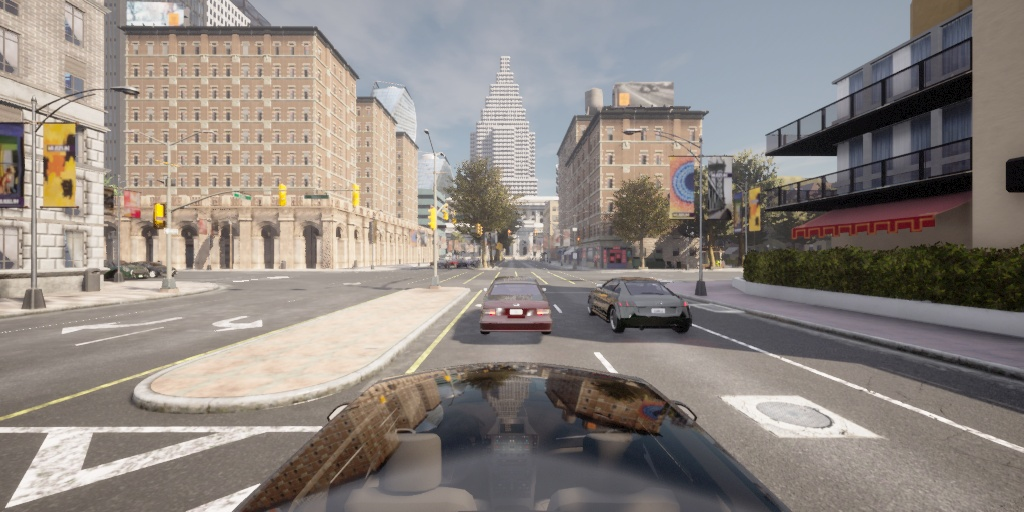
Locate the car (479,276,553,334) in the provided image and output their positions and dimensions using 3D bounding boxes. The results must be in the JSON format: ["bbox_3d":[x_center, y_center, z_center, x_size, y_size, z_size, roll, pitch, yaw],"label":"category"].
[{"bbox_3d":[0.091,1.297,10.541,2.033,1.411,5.357,0,0,0],"label":"car"}]

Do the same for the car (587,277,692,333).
[{"bbox_3d":[3.588,1.314,10.801,1.994,1.385,4.181,0,0,0],"label":"car"}]

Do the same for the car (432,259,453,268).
[{"bbox_3d":[-11.634,1.276,60.276,1.812,1.442,4.674,0,0,0],"label":"car"}]

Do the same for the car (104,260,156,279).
[{"bbox_3d":[-33.352,1.102,30.026,4.553,1.767,2.097,0,0,0],"label":"car"}]

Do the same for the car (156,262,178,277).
[{"bbox_3d":[-34.195,1.255,33.522,4.892,1.490,1.837,0,0,0],"label":"car"}]

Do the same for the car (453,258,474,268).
[{"bbox_3d":[-8.133,1.351,60.398,1.895,1.301,4.718,0,0,0],"label":"car"}]
